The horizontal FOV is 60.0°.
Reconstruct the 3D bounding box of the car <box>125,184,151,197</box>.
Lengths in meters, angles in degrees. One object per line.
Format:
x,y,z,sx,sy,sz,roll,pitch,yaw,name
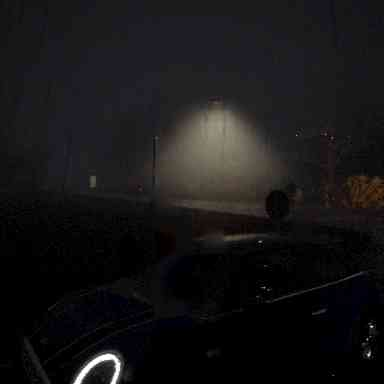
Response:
-8.710,-0.321,53.453,2.150,2.045,5.566,1,1,-36,car

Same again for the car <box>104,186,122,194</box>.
-14.772,-0.401,61.905,1.882,1.535,5.008,1,1,-36,car

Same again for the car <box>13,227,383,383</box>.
0.373,1.374,4.136,4.553,1.767,2.097,1,0,-35,car
